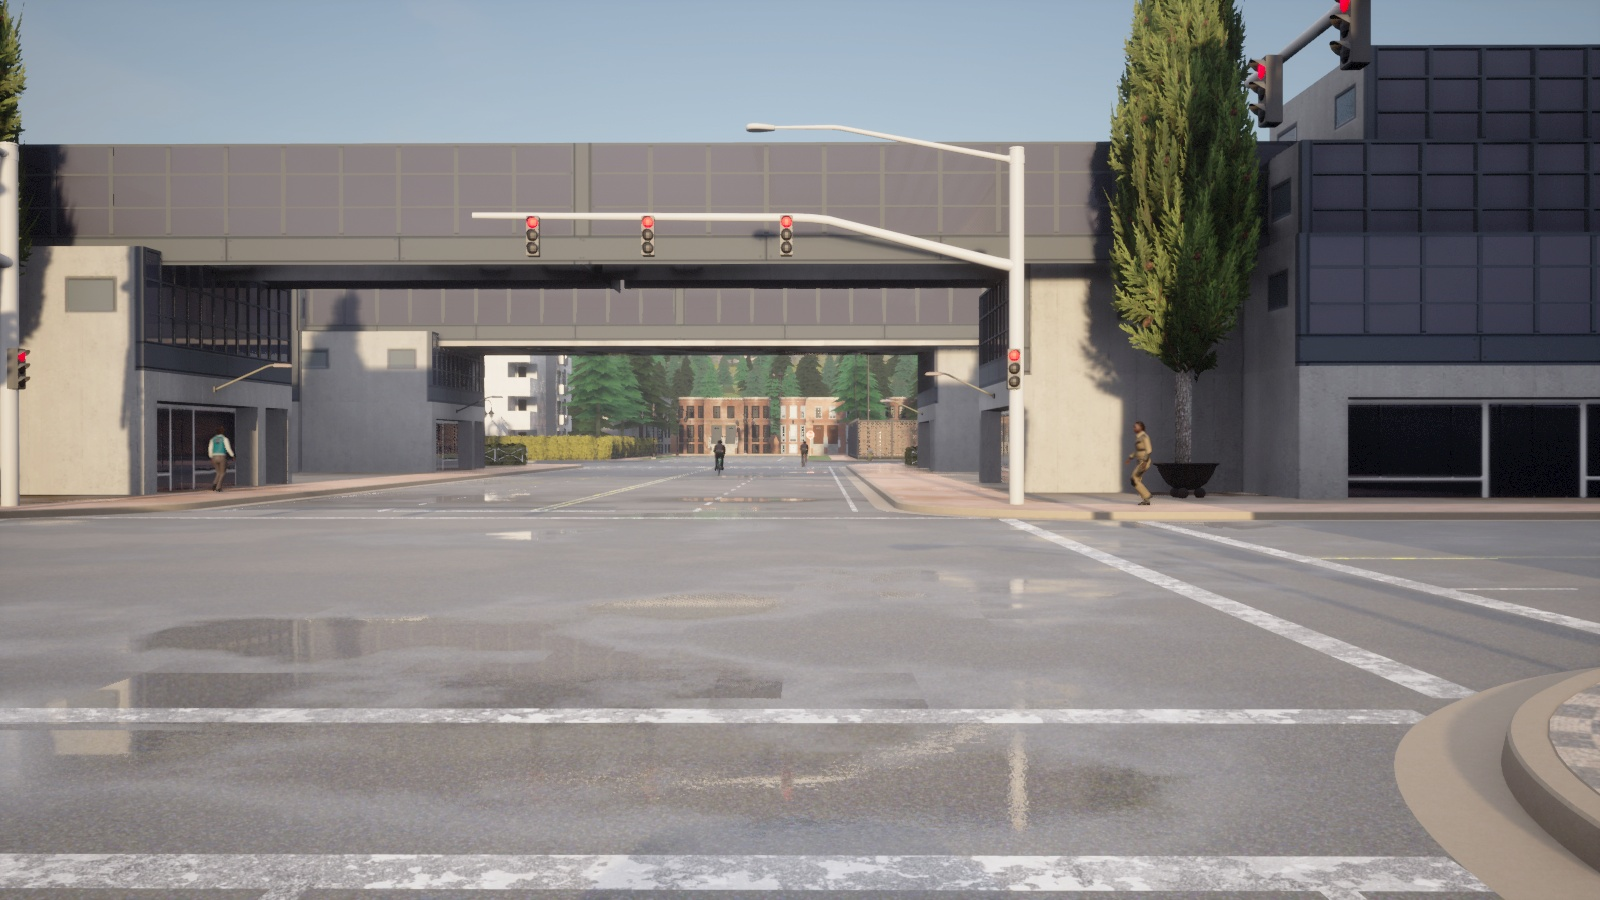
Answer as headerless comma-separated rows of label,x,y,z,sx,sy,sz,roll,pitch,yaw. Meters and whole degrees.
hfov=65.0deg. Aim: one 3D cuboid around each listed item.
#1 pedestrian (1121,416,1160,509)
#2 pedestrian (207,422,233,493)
pedestrian,7.159,0.262,26.400,0.692,1.930,0.396,0,0,-2
pedestrian,-15.811,0.199,34.235,0.396,1.930,0.692,0,0,0
